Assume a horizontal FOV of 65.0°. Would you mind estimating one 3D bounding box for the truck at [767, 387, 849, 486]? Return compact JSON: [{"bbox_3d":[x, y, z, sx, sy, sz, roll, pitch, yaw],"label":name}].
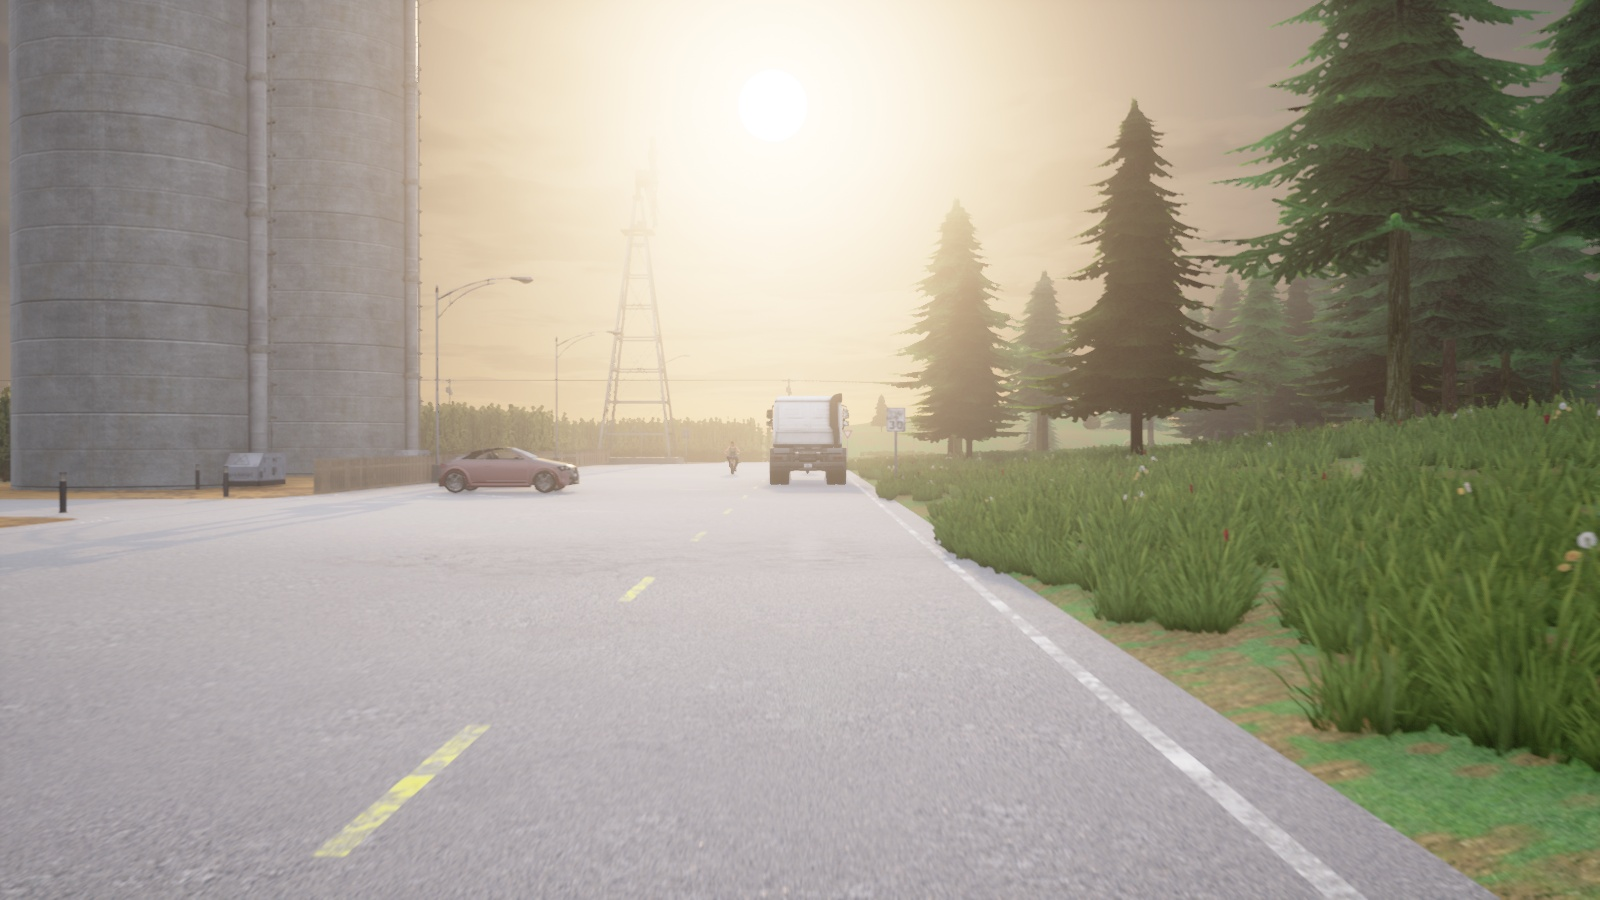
[{"bbox_3d":[0.296,-0.506,48.029,2.891,3.462,7.936,0,0,0],"label":"truck"}]
